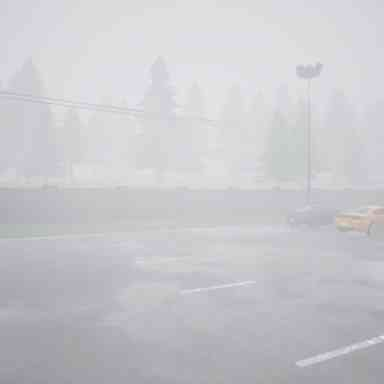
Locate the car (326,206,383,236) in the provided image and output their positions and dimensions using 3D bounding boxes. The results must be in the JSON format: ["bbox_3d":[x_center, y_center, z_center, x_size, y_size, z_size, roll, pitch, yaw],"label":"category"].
[{"bbox_3d":[10.141,1.508,18.473,5.008,1.535,1.882,0,0,-27],"label":"car"}]

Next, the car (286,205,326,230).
[{"bbox_3d":[8.170,1.551,21.412,4.674,1.442,1.812,0,0,-27],"label":"car"}]
